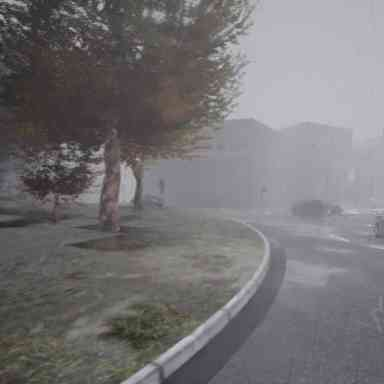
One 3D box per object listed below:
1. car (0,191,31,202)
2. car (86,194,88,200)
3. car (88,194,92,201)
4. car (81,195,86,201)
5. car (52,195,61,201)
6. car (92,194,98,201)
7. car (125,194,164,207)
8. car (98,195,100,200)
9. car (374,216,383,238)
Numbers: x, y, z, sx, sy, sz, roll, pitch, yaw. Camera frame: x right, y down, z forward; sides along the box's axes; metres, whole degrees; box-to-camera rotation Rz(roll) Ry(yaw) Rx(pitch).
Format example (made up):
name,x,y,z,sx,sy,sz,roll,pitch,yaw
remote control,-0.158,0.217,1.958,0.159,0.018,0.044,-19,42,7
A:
name,x,y,z,sx,sy,sz,roll,pitch,yaw
car,-24.105,0.626,43.235,4.902,1.511,2.128,0,-1,-8
car,-28.858,1.260,82.287,4.553,1.767,2.185,2,-1,-18
car,-28.804,1.467,85.234,4.792,1.488,2.163,2,-1,-18
car,-28.960,1.070,79.322,5.566,2.045,2.435,2,-2,-18
car,-29.300,0.731,67.412,5.566,2.045,2.435,3,-2,-19
car,-28.665,1.232,88.209,5.566,2.045,2.435,2,0,-18
car,-5.441,1.042,39.783,4.181,1.385,1.994,2,-2,33
car,-28.515,1.521,91.193,4.892,1.521,2.231,2,-1,-17
car,9.032,1.493,13.894,1.837,1.490,4.892,4,1,18
